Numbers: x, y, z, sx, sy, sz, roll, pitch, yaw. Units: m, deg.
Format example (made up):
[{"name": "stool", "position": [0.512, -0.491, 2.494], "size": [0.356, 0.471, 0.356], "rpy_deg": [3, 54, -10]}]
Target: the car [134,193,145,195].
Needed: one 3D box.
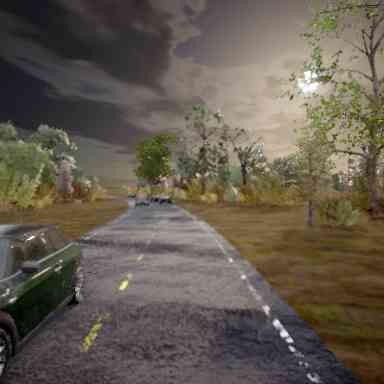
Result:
[{"name": "car", "position": [-13.355, 0.986, 88.262], "size": [2.097, 1.767, 4.553], "rpy_deg": [0, 0, -18]}]

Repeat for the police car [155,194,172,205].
[{"name": "police car", "position": [-4.586, 1.281, 56.470], "size": [1.930, 1.638, 5.238], "rpy_deg": [0, 0, -11]}]

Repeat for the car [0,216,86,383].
[{"name": "car", "position": [-3.213, 1.343, 4.986], "size": [2.097, 1.767, 4.553], "rpy_deg": [0, 0, -1]}]

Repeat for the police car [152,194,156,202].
[{"name": "police car", "position": [-6.654, 1.257, 66.334], "size": [1.930, 1.638, 5.238], "rpy_deg": [0, 0, -13]}]

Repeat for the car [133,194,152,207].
[{"name": "car", "position": [-7.181, 1.448, 48.196], "size": [1.994, 1.385, 4.181], "rpy_deg": [0, 0, -9]}]

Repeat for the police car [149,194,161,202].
[{"name": "police car", "position": [-8.051, 1.243, 72.218], "size": [1.930, 1.638, 5.238], "rpy_deg": [0, 0, -14]}]
